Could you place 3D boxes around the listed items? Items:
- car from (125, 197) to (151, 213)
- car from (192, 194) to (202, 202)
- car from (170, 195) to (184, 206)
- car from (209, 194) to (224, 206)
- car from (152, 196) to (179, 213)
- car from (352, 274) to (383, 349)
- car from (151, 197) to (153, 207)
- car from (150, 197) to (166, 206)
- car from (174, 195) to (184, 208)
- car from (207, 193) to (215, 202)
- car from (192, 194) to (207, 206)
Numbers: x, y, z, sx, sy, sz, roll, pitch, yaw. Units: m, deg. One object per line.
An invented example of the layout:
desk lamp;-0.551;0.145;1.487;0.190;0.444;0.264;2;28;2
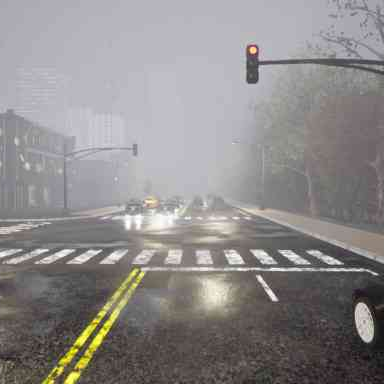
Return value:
car;-6.046;1.481;36.376;2.128;1.511;4.902;0;0;-1
car;1.179;1.325;77.120;2.097;1.767;4.553;0;0;1
car;-2.470;1.332;56.503;2.097;1.767;4.553;0;0;1
car;4.176;1.486;53.995;1.837;1.490;4.892;0;0;1
car;-2.830;1.481;36.704;2.128;1.511;4.902;0;0;-2
car;3.397;1.477;3.220;1.882;1.535;5.008;0;0;1
car;-5.884;1.463;45.888;1.882;1.535;5.008;0;0;1
car;-5.705;1.545;56.225;1.994;1.385;4.181;0;0;2
car;-2.630;1.476;46.212;2.128;1.511;4.902;0;0;1
car;4.422;1.195;76.637;2.150;2.045;5.566;0;0;1
car;0.926;1.529;53.917;2.033;1.411;5.357;0;0;1
